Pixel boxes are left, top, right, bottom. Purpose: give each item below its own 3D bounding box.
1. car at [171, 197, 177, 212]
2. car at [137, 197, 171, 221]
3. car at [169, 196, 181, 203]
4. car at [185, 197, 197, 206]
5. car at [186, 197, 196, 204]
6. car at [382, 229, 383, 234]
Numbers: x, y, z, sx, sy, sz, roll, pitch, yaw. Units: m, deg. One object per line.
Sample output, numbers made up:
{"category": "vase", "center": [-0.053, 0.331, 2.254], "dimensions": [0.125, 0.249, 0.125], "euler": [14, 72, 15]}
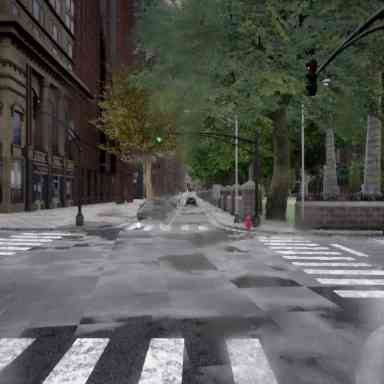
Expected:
{"category": "car", "center": [-3.182, 1.544, 37.460], "dimensions": [2.128, 1.511, 4.902], "euler": [0, 0, 0]}
{"category": "car", "center": [-3.162, 1.382, 27.234], "dimensions": [2.097, 1.767, 4.553], "euler": [0, 0, 0]}
{"category": "car", "center": [-3.161, 1.405, 63.132], "dimensions": [1.994, 1.385, 4.181], "euler": [0, 0, 0]}
{"category": "car", "center": [-0.148, 1.620, 58.108], "dimensions": [1.837, 1.490, 4.892], "euler": [0, 0, 0]}
{"category": "car", "center": [-0.173, 1.722, 68.143], "dimensions": [1.994, 1.385, 4.181], "euler": [0, 0, 0]}
{"category": "car", "center": [11.858, 1.835, 16.662], "dimensions": [4.206, 1.307, 1.802], "euler": [1, -1, 0]}
